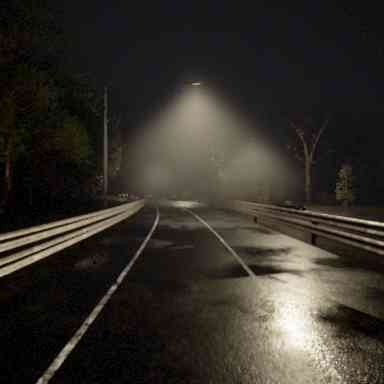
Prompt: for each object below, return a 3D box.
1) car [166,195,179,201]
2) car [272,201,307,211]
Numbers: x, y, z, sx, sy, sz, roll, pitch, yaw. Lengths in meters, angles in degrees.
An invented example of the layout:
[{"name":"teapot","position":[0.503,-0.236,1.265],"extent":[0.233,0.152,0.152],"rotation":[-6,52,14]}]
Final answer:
[{"name":"car","position":[-4.813,1.494,81.631],"extent":[2.033,1.411,5.357],"rotation":[0,0,-22]},{"name":"car","position":[11.708,1.777,40.557],"extent":[1.895,1.301,4.718],"rotation":[0,0,-22]}]
